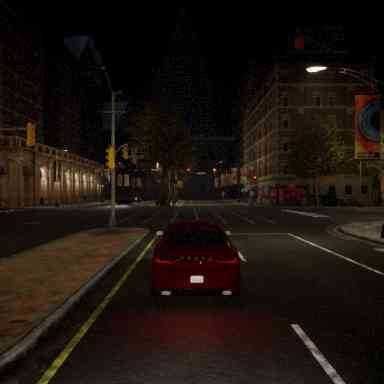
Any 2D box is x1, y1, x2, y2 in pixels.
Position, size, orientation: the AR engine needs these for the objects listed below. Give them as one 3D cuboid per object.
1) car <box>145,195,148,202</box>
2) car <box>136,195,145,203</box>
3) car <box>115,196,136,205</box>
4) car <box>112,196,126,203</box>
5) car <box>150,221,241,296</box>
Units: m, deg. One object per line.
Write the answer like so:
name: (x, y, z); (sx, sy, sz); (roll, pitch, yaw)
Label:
car: (-11.774, 1.477, 79.308); (1.882, 1.535, 5.008); (0, 0, 0)
car: (-11.737, 1.540, 68.829); (2.033, 1.411, 5.357); (0, 0, 0)
car: (-11.760, 1.601, 58.756); (1.895, 1.301, 4.718); (0, 0, 0)
car: (-14.987, 1.594, 68.884); (1.895, 1.301, 4.718); (0, 0, 0)
car: (0.053, 1.478, 8.684); (1.882, 1.535, 5.008); (0, 0, -1)
